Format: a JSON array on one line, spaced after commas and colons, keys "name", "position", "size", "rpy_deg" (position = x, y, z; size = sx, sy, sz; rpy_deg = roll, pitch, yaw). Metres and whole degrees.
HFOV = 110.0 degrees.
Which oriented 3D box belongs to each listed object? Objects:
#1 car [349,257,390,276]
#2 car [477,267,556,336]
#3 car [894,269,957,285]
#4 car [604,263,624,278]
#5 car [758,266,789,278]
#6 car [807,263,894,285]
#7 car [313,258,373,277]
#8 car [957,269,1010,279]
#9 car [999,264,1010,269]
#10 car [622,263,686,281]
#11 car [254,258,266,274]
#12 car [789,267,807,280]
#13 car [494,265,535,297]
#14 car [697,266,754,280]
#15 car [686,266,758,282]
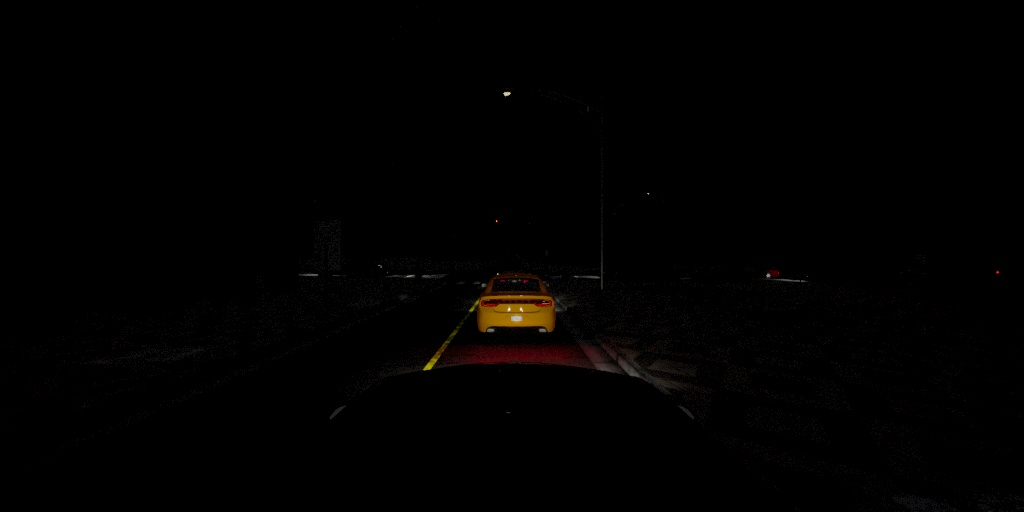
[{"name": "car", "position": [-13.877, 0.929, 33.575], "size": [4.553, 1.767, 2.097], "rpy_deg": [1, 0, 1]}, {"name": "car", "position": [0.105, 1.228, 10.385], "size": [1.882, 1.535, 5.008], "rpy_deg": [0, 0, 0]}, {"name": "car", "position": [34.720, 1.864, 30.917], "size": [4.507, 1.381, 1.888], "rpy_deg": [0, 0, 0]}, {"name": "car", "position": [11.907, 1.456, 36.794], "size": [4.892, 1.490, 1.837], "rpy_deg": [1, 0, 0]}, {"name": "car", "position": [29.092, 1.766, 39.447], "size": [4.507, 1.381, 1.888], "rpy_deg": [0, 0, 0]}, {"name": "car", "position": [29.077, 1.541, 30.922], "size": [5.009, 1.841, 2.192], "rpy_deg": [0, 0, 0]}, {"name": "car", "position": [-14.760, 1.116, 30.863], "size": [4.403, 1.370, 2.007], "rpy_deg": [0, 0, 0]}, {"name": "car", "position": [40.371, 1.996, 30.912], "size": [4.207, 1.307, 1.802], "rpy_deg": [0, 0, 0]}, {"name": "car", "position": [48.972, 1.779, 33.564], "size": [5.566, 2.045, 2.150], "rpy_deg": [1, 0, 0]}, {"name": "car", "position": [12.147, 1.524, 30.936], "size": [4.313, 1.339, 1.948], "rpy_deg": [0, 0, 0]}, {"name": "car", "position": [-23.875, 0.930, 33.630], "size": [4.902, 1.511, 2.128], "rpy_deg": [1, 0, 0]}, {"name": "car", "position": [31.890, 1.774, 36.768], "size": [4.892, 1.490, 1.837], "rpy_deg": [1, 0, 0]}, {"name": "car", "position": [0.114, 1.297, 20.211], "size": [2.033, 1.411, 5.357], "rpy_deg": [0, 0, 0]}, {"name": "car", "position": [21.824, 1.707, 36.786], "size": [4.718, 1.301, 1.895], "rpy_deg": [1, 0, 0]}, {"name": "car", "position": [17.960, 1.571, 30.932], "size": [4.829, 1.417, 1.751], "rpy_deg": [0, 0, 0]}]
